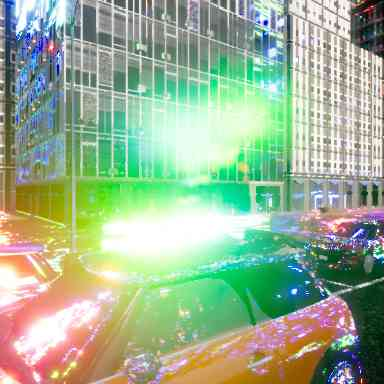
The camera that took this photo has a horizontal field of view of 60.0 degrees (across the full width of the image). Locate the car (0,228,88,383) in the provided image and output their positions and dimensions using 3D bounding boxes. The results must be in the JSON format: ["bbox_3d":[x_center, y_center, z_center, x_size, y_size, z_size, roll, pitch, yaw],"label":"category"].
[{"bbox_3d":[-3.604,1.440,3.991,4.097,1.590,1.967,0,0,-35],"label":"car"}]

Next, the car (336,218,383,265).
[{"bbox_3d":[5.419,1.546,10.393,4.507,1.381,1.887,0,0,-35],"label":"car"}]

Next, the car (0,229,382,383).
[{"bbox_3d":[-0.500,1.352,3.017,4.553,1.767,2.097,0,0,-35],"label":"car"}]
